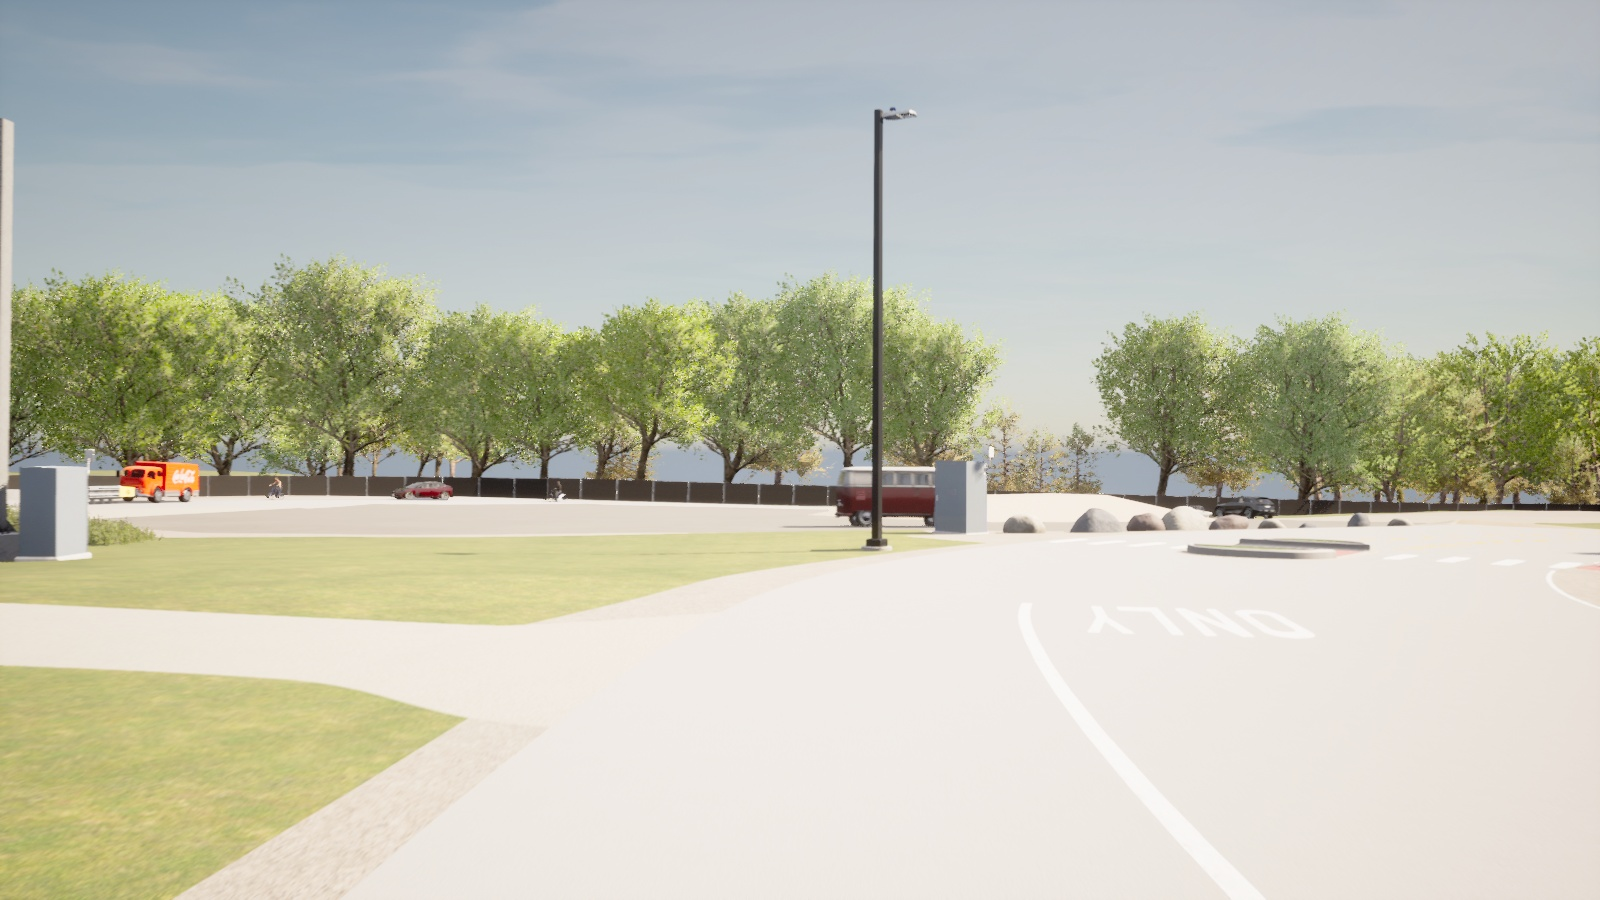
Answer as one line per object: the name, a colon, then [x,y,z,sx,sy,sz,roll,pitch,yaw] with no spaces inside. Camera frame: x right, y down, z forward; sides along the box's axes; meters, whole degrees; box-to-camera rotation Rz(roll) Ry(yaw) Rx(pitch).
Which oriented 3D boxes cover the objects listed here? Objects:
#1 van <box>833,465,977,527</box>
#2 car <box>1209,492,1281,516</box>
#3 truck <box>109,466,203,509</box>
van: [3.424,1.516,41.407,4.442,1.987,1.775,0,-2,-8]
car: [31.665,3.839,89.540,2.033,1.649,4.856,1,-3,-23]
truck: [-39.710,2.298,77.653,2.627,2.467,5.204,2,-1,6]
